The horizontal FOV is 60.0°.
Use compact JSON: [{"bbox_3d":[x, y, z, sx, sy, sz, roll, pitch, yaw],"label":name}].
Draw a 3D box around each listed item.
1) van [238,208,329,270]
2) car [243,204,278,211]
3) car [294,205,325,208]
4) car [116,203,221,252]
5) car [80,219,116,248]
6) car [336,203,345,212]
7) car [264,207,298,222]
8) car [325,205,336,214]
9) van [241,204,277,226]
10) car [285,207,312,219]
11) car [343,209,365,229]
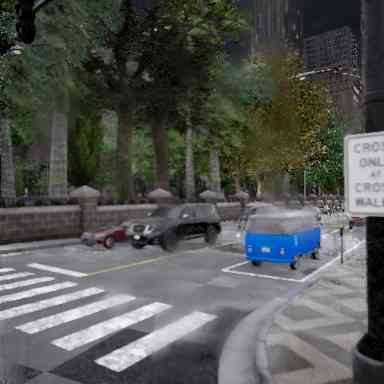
[{"bbox_3d":[3.354,1.591,11.779,1.690,1.788,3.998,-2,-2,36],"label":"van"},{"bbox_3d":[5.136,1.878,24.248,2.097,1.767,4.553,-1,-2,36],"label":"car"},{"bbox_3d":[11.199,2.197,32.640,1.837,1.490,4.892,-1,-2,36],"label":"car"},{"bbox_3d":[-0.700,1.587,16.158,2.150,2.045,5.566,-1,-2,36],"label":"car"},{"bbox_3d":[-3.565,1.972,16.744,1.802,1.307,4.206,-2,-2,36],"label":"car"},{"bbox_3d":[25.495,2.628,57.080,1.967,1.590,4.097,-2,-2,36],"label":"car"},{"bbox_3d":[9.351,2.291,34.670,1.887,1.381,4.507,-2,-2,36],"label":"car"},{"bbox_3d":[19.039,2.594,48.113,1.802,1.307,4.206,-2,-2,36],"label":"car"},{"bbox_3d":[6.118,1.998,30.196,1.690,1.788,3.998,-2,-2,36],"label":"van"},{"bbox_3d":[12.581,2.417,39.150,1.802,1.307,4.206,-2,-2,36],"label":"car"},{"bbox_3d":[13.046,2.099,25.215,1.802,1.307,4.206,-2,-2,36],"label":"car"}]
